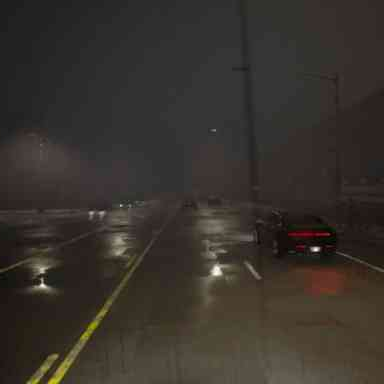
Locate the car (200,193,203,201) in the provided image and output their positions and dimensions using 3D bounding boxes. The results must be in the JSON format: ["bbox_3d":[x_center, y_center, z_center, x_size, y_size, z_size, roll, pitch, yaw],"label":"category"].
[{"bbox_3d":[2.758,1.031,71.564,2.097,1.767,4.553,-1,0,-1],"label":"car"}]

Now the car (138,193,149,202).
[{"bbox_3d":[-11.293,1.297,73.520,1.882,1.535,5.008,-1,0,-1],"label":"car"}]

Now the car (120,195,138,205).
[{"bbox_3d":[-11.136,1.411,57.686,1.837,1.490,4.892,-1,0,0],"label":"car"}]

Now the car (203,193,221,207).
[{"bbox_3d":[3.093,1.271,47.989,2.128,1.511,4.902,-1,0,-1],"label":"car"}]

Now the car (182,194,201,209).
[{"bbox_3d":[-0.323,1.391,41.540,2.033,1.411,5.357,-1,0,-1],"label":"car"}]

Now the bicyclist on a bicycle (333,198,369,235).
[{"bbox_3d":[7.687,1.230,16.326,1.656,1.620,0.582,-9,-1,8],"label":"bicyclist on a bicycle"}]

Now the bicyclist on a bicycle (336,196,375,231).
[{"bbox_3d":[8.274,1.111,16.860,1.656,1.620,0.582,5,-15,-19],"label":"bicyclist on a bicycle"}]

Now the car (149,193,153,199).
[{"bbox_3d":[-11.474,1.102,89.546,2.033,1.411,5.357,-1,1,-1],"label":"car"}]

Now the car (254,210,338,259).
[{"bbox_3d":[3.590,1.417,12.275,1.837,1.490,4.892,0,1,-2],"label":"car"}]

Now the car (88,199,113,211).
[{"bbox_3d":[-11.008,1.519,40.318,2.033,1.411,5.357,-1,0,0],"label":"car"}]
